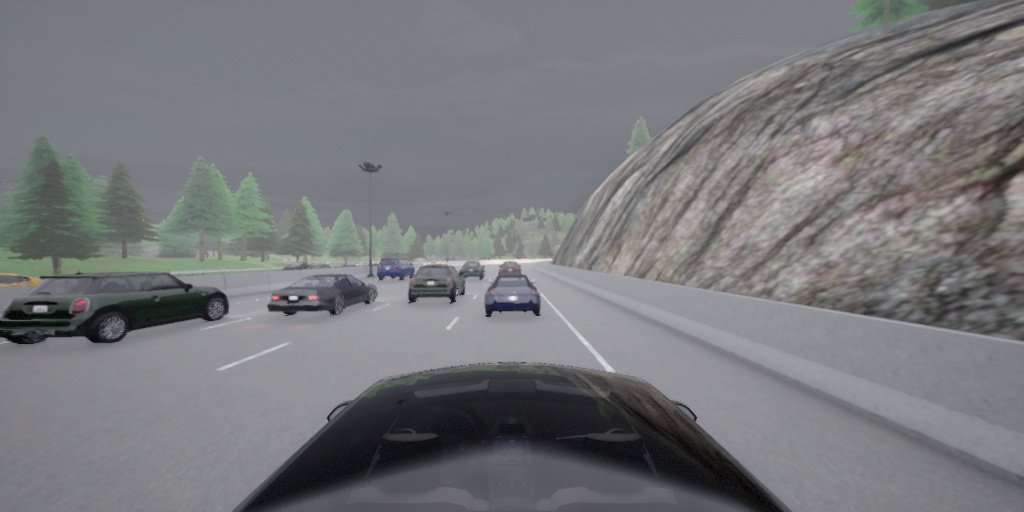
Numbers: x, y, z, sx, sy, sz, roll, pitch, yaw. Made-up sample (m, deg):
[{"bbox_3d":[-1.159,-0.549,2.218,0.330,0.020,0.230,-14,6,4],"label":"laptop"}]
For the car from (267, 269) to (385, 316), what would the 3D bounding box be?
[{"bbox_3d":[-6.987,1.397,13.940,2.033,1.411,5.357,0,0,-1],"label":"car"}]

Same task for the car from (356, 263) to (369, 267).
[{"bbox_3d":[-21.483,1.697,54.539,1.994,1.385,4.181,0,0,0],"label":"car"}]

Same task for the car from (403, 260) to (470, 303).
[{"bbox_3d":[-3.522,1.202,17.599,2.097,1.767,4.553,0,0,-1],"label":"car"}]

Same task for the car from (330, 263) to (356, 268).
[{"bbox_3d":[-24.971,1.751,54.205,1.895,1.301,4.718,0,0,0],"label":"car"}]

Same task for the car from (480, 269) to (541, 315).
[{"bbox_3d":[0.011,1.377,13.876,1.994,1.385,4.181,0,0,0],"label":"car"}]

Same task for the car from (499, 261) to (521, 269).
[{"bbox_3d":[-0.170,1.271,34.147,2.097,1.767,4.553,0,0,-1],"label":"car"}]

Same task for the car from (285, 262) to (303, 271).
[{"bbox_3d":[-31.959,1.661,53.872,1.882,1.535,5.008,0,0,0],"label":"car"}]

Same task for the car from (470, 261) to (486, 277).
[{"bbox_3d":[-3.671,1.288,34.116,2.097,1.767,4.553,0,0,-1],"label":"car"}]

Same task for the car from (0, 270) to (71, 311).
[{"bbox_3d":[-21.189,1.400,13.967,1.882,1.535,5.008,0,0,-1],"label":"car"}]

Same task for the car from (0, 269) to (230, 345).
[{"bbox_3d":[-10.459,1.199,10.066,2.097,1.767,4.553,0,0,0],"label":"car"}]

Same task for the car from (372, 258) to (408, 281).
[{"bbox_3d":[-10.664,1.190,33.355,2.150,2.045,5.566,0,0,-1],"label":"car"}]

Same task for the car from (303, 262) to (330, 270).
[{"bbox_3d":[-28.465,1.726,53.171,1.994,1.385,4.181,0,0,0],"label":"car"}]
